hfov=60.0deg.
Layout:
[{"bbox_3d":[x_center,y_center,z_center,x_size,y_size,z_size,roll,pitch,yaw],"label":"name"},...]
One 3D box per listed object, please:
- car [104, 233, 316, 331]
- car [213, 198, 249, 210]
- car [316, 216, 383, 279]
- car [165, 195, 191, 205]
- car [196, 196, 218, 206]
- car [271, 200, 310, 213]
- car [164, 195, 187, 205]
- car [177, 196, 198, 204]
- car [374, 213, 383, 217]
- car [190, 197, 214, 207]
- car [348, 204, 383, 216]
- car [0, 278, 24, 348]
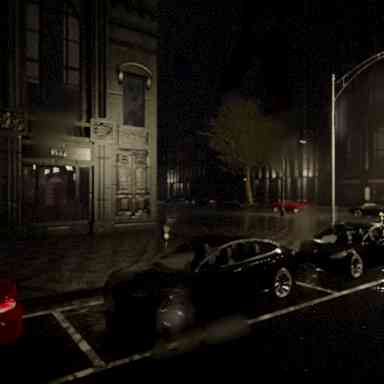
[{"bbox_3d":[0.387,1.593,6.928,4.313,1.339,1.947,0,-1,-36],"label":"car"},{"bbox_3d":[6.042,1.871,49.456,2.033,1.411,5.357,0,0,-36],"label":"car"},{"bbox_3d":[4.973,1.630,10.205,4.313,1.339,1.947,0,-1,-36],"label":"car"},{"bbox_3d":[-2.714,1.505,61.817,1.812,1.442,4.674,0,0,-36],"label":"car"},{"bbox_3d":[2.925,1.728,65.189,2.097,1.767,4.553,0,0,-35],"label":"car"},{"bbox_3d":[12.101,1.773,41.008,1.882,1.535,5.008,0,0,-36],"label":"car"},{"bbox_3d":[-3.493,1.610,68.476,2.150,2.045,5.566,0,0,-36],"label":"car"},{"bbox_3d":[-1.077,1.723,70.684,1.882,1.535,5.008,0,0,-36],"label":"car"},{"bbox_3d":[9.560,1.652,13.482,4.403,1.369,2.008,0,-1,-36],"label":"car"},{"bbox_3d":[2.448,1.851,60.286,2.128,1.511,4.902,0,0,-35],"label":"car"},{"bbox_3d":[18.094,1.869,32.659,1.895,1.301,4.718,0,0,-36],"label":"car"},{"bbox_3d":[-4.199,1.572,3.651,4.206,1.307,1.802,0,-1,-36],"label":"car"}]
